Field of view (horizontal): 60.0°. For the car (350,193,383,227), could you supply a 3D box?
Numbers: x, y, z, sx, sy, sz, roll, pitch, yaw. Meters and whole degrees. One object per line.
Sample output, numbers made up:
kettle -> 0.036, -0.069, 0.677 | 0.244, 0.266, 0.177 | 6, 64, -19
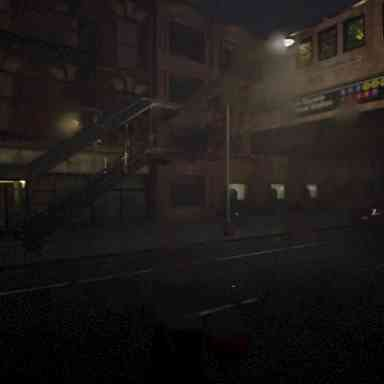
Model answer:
car -> 11.864, 1.074, 20.085 | 5.566, 2.045, 2.435 | 0, 0, -35
